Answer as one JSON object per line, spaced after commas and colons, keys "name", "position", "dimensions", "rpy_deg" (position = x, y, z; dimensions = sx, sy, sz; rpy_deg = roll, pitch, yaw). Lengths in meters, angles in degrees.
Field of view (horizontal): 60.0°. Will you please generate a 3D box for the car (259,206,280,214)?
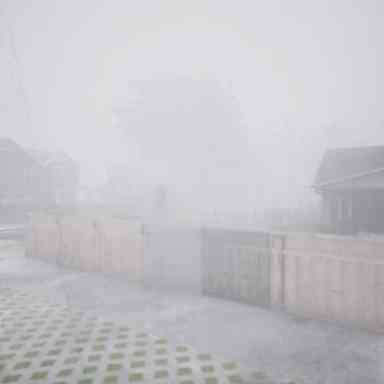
{"name": "car", "position": [11.305, 2.711, 48.906], "dimensions": [1.994, 1.385, 4.181], "rpy_deg": [1, -1, 36]}
